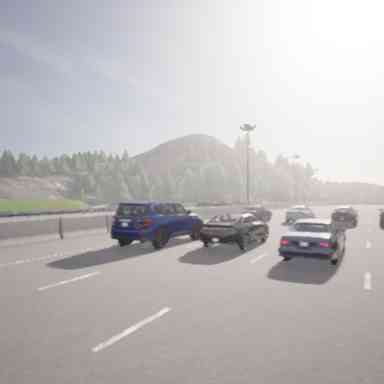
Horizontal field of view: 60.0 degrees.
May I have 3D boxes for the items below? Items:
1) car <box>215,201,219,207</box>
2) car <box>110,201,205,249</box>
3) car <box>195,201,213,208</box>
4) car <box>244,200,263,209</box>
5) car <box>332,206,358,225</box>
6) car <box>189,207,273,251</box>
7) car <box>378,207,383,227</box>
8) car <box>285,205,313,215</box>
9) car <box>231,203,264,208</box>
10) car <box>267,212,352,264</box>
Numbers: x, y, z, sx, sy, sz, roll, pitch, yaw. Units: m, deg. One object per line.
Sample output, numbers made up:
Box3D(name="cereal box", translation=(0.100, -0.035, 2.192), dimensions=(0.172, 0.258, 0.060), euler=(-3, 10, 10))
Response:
Box3D(name="car", translation=(5.713, 2.455, 66.701), dimensions=(1.895, 1.301, 4.718), euler=(0, -1, 28))
Box3D(name="car", translation=(-1.470, 1.425, 15.949), dimensions=(2.150, 2.045, 5.566), euler=(0, 0, 28))
Box3D(name="car", translation=(2.507, 2.469, 68.122), dimensions=(1.895, 1.301, 4.718), euler=(0, -1, 28))
Box3D(name="car", translation=(11.798, 2.308, 63.294), dimensions=(2.128, 1.511, 4.902), euler=(0, -1, 29))
Box3D(name="car", translation=(12.393, 1.852, 27.064), dimensions=(1.812, 1.442, 4.674), euler=(0, -1, 28))
Box3D(name="car", translation=(2.068, 1.681, 15.125), dimensions=(2.128, 1.511, 4.902), euler=(0, -1, 28))
Box3D(name="car", translation=(15.257, 1.652, 25.006), dimensions=(2.097, 1.767, 4.553), euler=(0, -1, 28))
Box3D(name="car", translation=(9.306, 1.873, 28.712), dimensions=(1.812, 1.442, 4.674), euler=(0, -1, 29))
Box3D(name="car", translation=(5.552, 1.902, 29.137), dimensions=(2.033, 1.411, 5.357), euler=(0, -1, 28))
Box3D(name="car", translation=(4.680, 1.703, 12.605), dimensions=(2.033, 1.411, 5.357), euler=(0, -1, 28))
